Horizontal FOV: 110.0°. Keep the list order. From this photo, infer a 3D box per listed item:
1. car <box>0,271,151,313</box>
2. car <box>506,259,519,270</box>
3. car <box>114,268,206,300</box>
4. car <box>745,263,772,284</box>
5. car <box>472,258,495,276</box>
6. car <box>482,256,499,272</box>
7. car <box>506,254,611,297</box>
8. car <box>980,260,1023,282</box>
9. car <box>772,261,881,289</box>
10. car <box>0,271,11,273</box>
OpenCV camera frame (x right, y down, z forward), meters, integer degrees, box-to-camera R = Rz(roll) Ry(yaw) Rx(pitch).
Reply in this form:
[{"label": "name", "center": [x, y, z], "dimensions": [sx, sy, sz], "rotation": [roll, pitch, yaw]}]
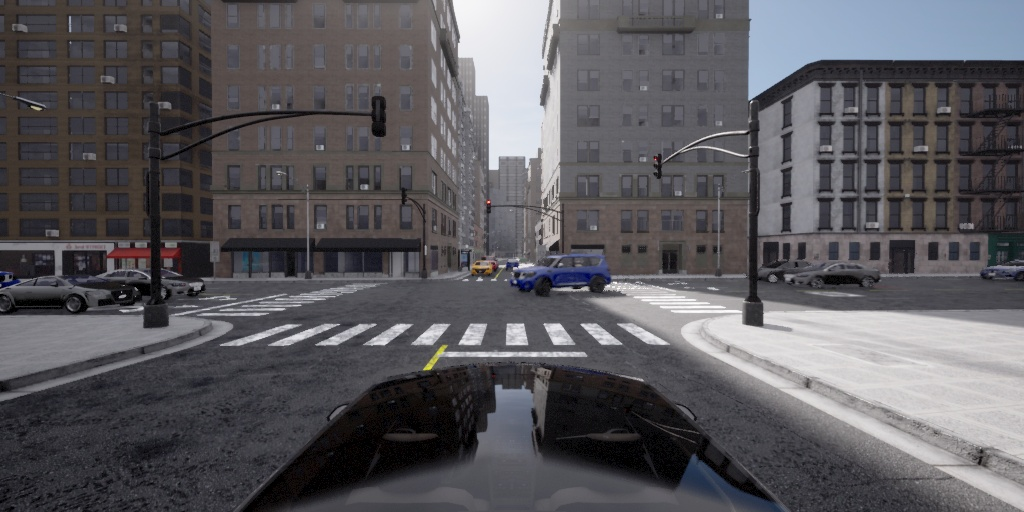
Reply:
[{"label": "car", "center": [-17.522, 1.441, 14.279], "dimensions": [4.181, 1.385, 1.994], "rotation": [0, 1, 0]}, {"label": "car", "center": [0.088, 1.247, 54.211], "dimensions": [1.882, 1.535, 5.008], "rotation": [0, 0, 0]}, {"label": "car", "center": [-17.790, 1.335, 17.538], "dimensions": [4.902, 1.511, 2.128], "rotation": [0, 1, 1]}, {"label": "car", "center": [18.590, 1.075, 24.397], "dimensions": [4.892, 1.490, 1.837], "rotation": [-1, 1, 0]}, {"label": "car", "center": [-3.100, 1.234, 37.548], "dimensions": [1.882, 1.535, 5.008], "rotation": [0, 0, 0]}, {"label": "car", "center": [-3.104, 0.984, 47.504], "dimensions": [2.150, 2.045, 5.566], "rotation": [0, 0, 0]}, {"label": "car", "center": [2.627, 0.941, 18.935], "dimensions": [5.566, 2.045, 2.150], "rotation": [0, -1, -26]}, {"label": "car", "center": [35.081, 0.982, 24.466], "dimensions": [4.674, 1.442, 1.812], "rotation": [0, 1, 0]}, {"label": "car", "center": [18.731, 1.099, 21.149], "dimensions": [4.902, 1.511, 2.128], "rotation": [0, 1, 0]}, {"label": "car", "center": [-27.872, 1.111, 17.472], "dimensions": [5.566, 2.045, 2.150], "rotation": [0, 1, -1]}]
